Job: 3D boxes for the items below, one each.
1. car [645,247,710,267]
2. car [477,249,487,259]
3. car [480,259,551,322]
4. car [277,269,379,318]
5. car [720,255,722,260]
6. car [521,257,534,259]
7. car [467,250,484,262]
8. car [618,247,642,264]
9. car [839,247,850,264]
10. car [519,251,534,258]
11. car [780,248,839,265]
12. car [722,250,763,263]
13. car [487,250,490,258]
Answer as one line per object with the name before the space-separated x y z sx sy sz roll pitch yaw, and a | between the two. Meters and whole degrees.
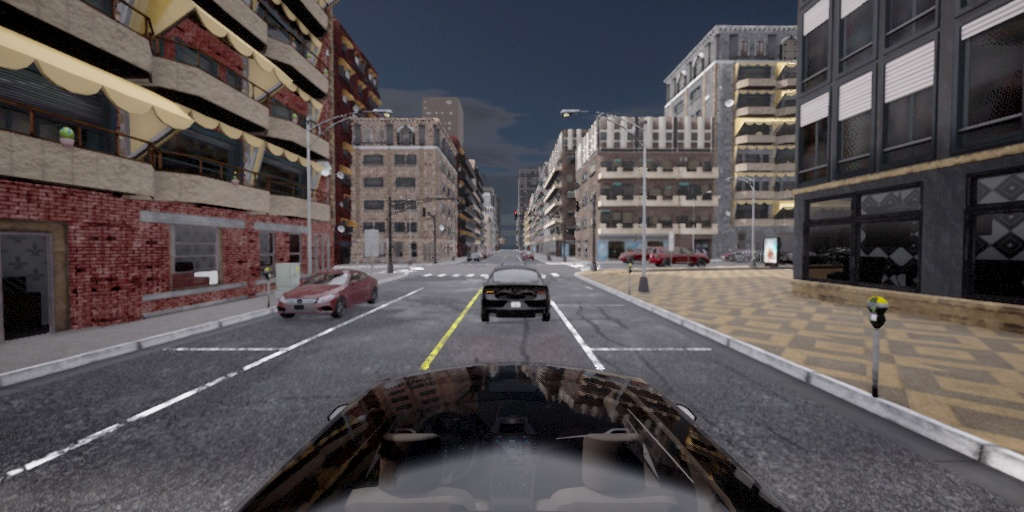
car | 14.708 0.096 31.747 5.009 1.841 2.192 0 0 0
car | -5.693 -0.019 59.302 1.751 1.417 4.829 0 0 0
car | 0.098 1.009 11.344 1.882 1.535 5.008 0 1 0
car | -5.742 1.103 11.778 1.802 1.307 4.207 0 0 0
car | 25.665 -0.051 40.216 4.207 1.307 1.802 0 0 0
car | 0.082 0.917 20.819 1.895 1.301 4.718 0 1 -1
car | -5.693 0.147 53.790 1.948 1.339 4.313 0 0 0
car | 14.573 -0.109 40.124 5.009 1.841 2.192 0 0 0
car | 31.349 0.032 31.886 4.313 1.339 1.948 0 0 0
car | 2.687 -0.104 59.474 1.967 1.591 4.097 0 0 0
car | 25.802 0.137 31.839 4.313 1.339 1.948 0 0 0
car | 24.948 0.009 37.603 4.181 1.385 1.994 -1 1 0
car | -5.693 -0.355 65.153 2.192 1.841 5.009 0 0 0
